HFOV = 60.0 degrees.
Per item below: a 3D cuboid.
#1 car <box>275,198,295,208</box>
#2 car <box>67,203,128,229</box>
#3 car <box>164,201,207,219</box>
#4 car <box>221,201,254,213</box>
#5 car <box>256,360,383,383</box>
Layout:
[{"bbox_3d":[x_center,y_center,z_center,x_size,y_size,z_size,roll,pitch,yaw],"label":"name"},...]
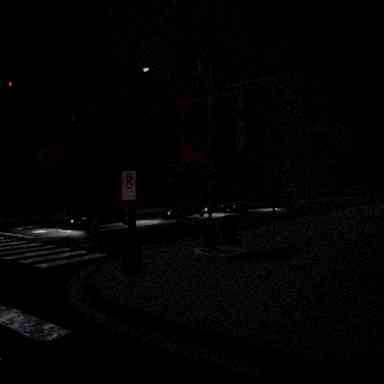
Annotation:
[{"bbox_3d":[13.999,1.616,50.255,2.128,1.511,4.902,0,0,35],"label":"car"},{"bbox_3d":[-5.969,1.525,22.215,1.837,1.490,4.892,0,0,32],"label":"car"},{"bbox_3d":[-0.521,1.529,29.883,2.128,1.511,4.902,0,0,35],"label":"car"},{"bbox_3d":[5.220,1.658,37.995,1.895,1.301,4.718,0,0,35],"label":"car"},{"bbox_3d":[2.150,1.551,1.312,4.403,1.369,2.008,0,0,36],"label":"car"}]
